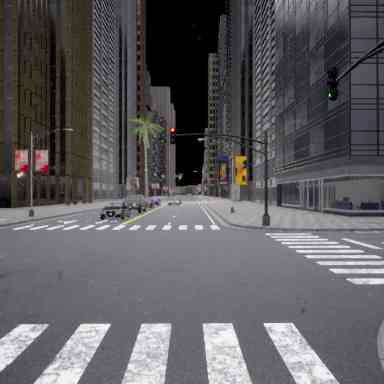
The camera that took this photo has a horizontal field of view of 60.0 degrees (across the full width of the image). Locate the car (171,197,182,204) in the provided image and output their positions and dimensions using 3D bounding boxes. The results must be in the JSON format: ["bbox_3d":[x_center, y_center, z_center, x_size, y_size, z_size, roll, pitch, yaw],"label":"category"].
[{"bbox_3d":[-3.228,1.789,69.693,1.994,1.385,4.181,0,0,0],"label":"car"}]

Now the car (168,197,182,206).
[{"bbox_3d":[-3.218,1.782,59.798,1.895,1.301,4.718,0,0,0],"label":"car"}]

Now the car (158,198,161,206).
[{"bbox_3d":[-6.613,1.653,58.520,1.882,1.535,5.008,0,0,0],"label":"car"}]

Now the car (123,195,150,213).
[{"bbox_3d":[-6.642,1.314,38.452,2.150,2.045,5.566,0,0,0],"label":"car"}]

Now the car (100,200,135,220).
[{"bbox_3d":[-6.631,1.628,29.128,1.994,1.385,4.181,0,0,0],"label":"car"}]

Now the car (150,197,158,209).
[{"bbox_3d":[-6.645,1.483,48.380,2.097,1.767,4.553,0,0,0],"label":"car"}]
